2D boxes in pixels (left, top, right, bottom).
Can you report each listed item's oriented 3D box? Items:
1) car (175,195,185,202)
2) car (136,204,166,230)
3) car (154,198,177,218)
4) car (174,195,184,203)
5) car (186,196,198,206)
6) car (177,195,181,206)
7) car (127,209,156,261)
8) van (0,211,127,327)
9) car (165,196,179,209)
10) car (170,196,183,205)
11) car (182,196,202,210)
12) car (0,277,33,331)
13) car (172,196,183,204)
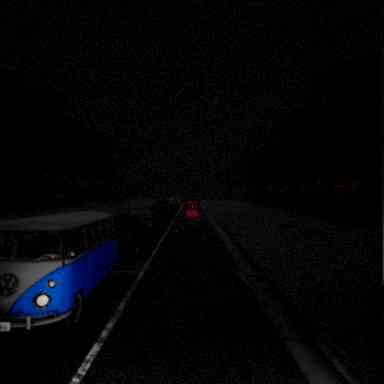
[{"bbox_3d":[-2.647,1.394,73.169,2.008,1.369,4.403,1,0,0],"label":"car"},{"bbox_3d":[-2.629,1.519,17.771,1.802,1.307,4.206,1,0,0],"label":"car"},{"bbox_3d":[-2.633,1.444,28.848,1.947,1.339,4.313,1,0,0],"label":"car"},{"bbox_3d":[-2.646,1.383,67.627,1.887,1.381,4.507,1,0,0],"label":"car"},{"bbox_3d":[0.082,1.333,51.710,1.837,1.490,4.892,0,0,1],"label":"car"},{"bbox_3d":[-2.636,1.282,39.927,1.967,1.590,4.097,1,0,0],"label":"car"},{"bbox_3d":[-2.630,1.535,12.231,1.947,1.339,4.313,1,0,0],"label":"car"},{"bbox_3d":[-2.628,1.332,6.686,1.690,1.788,3.998,1,0,0],"label":"van"},{"bbox_3d":[-2.636,1.439,34.389,1.802,1.307,4.206,1,0,0],"label":"car"},{"bbox_3d":[-2.643,1.380,56.546,2.008,1.369,4.403,1,0,0],"label":"car"},{"bbox_3d":[0.086,1.344,40.382,1.837,1.490,4.892,0,0,0],"label":"car"},{"bbox_3d":[-2.631,1.551,1.141,2.008,1.369,4.403,1,0,0],"label":"car"},{"bbox_3d":[-2.645,1.400,62.086,1.947,1.339,4.313,1,0,0],"label":"car"}]
